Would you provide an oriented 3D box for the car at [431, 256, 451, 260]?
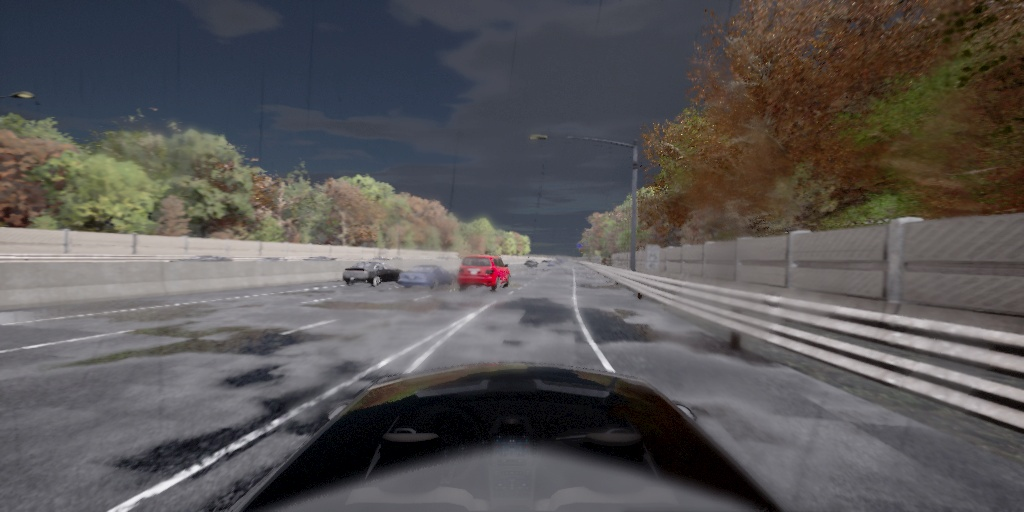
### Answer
[{"bbox_3d":[-12.175,0.953,63.475,2.150,2.045,5.566,2,0,10],"label":"car"}]

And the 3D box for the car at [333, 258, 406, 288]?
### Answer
[{"bbox_3d":[-8.508,1.104,22.411,2.128,1.511,4.902,1,0,10],"label":"car"}]

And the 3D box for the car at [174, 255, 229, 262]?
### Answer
[{"bbox_3d":[-28.103,0.658,32.807,2.128,1.511,4.902,1,0,10],"label":"car"}]

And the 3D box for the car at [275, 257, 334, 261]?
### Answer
[{"bbox_3d":[-17.757,0.983,31.093,1.994,1.385,4.181,1,0,10],"label":"car"}]

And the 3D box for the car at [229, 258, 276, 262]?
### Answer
[{"bbox_3d":[-21.241,0.880,31.471,2.033,1.411,5.357,1,0,10],"label":"car"}]

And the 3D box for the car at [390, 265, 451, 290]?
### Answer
[{"bbox_3d":[-5.041,1.246,21.944,2.033,1.411,5.357,1,0,10],"label":"car"}]

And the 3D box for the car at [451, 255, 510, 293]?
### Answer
[{"bbox_3d":[-1.553,1.007,21.551,2.150,2.045,5.566,1,0,10],"label":"car"}]
